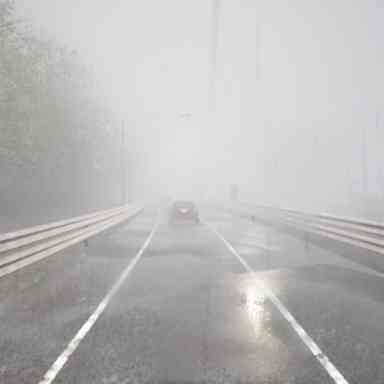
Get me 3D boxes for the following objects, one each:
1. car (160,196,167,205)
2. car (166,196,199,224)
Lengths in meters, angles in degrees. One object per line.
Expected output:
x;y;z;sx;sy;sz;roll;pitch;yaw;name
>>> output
-4.531;1.470;58.895;1.837;1.490;4.892;0;0;-10;car
-0.705;1.348;25.116;2.097;1.767;4.553;0;0;-4;car
